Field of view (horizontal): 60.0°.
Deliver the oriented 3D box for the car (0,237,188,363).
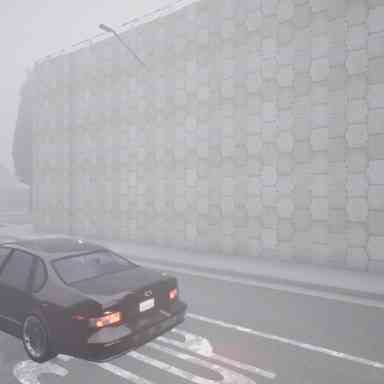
[{"bbox_3d":[-2.648,1.547,5.865,5.357,1.411,2.033,0,0,35],"label":"car"}]
